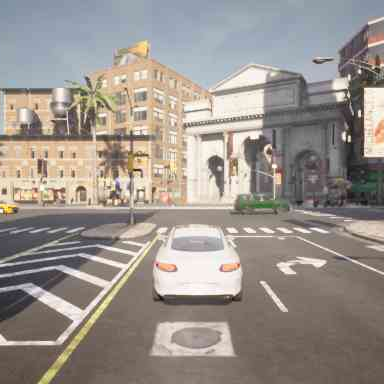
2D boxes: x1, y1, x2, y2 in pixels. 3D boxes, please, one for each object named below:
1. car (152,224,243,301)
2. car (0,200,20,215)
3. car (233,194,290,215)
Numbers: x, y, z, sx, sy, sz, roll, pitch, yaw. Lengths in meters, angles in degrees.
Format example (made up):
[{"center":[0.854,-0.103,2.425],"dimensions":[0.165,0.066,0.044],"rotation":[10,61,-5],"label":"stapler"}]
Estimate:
[{"center":[0.109,1.526,8.211],"dimensions":[1.812,1.442,4.674],"rotation":[0,0,0],"label":"car"},{"center":[-19.759,1.477,33.172],"dimensions":[5.008,1.535,1.882],"rotation":[0,0,7],"label":"car"},{"center":[6.912,1.221,33.249],"dimensions":[5.566,2.045,2.150],"rotation":[0,0,1],"label":"car"}]
